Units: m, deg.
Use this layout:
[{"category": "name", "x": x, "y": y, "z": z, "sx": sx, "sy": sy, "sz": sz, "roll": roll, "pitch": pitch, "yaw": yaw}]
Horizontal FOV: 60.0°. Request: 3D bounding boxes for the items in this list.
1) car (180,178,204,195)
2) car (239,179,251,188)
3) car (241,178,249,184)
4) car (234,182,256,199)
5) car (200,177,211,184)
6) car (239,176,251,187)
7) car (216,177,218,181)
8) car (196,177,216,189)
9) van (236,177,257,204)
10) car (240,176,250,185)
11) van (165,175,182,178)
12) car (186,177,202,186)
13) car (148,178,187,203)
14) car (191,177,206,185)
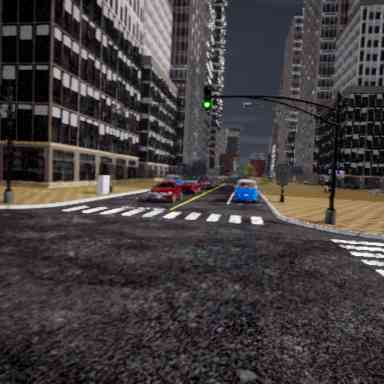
[{"category": "car", "x": -0.314, "y": -0.495, "z": 34.706, "sx": 1.895, "sy": 1.301, "sz": 4.718, "roll": 3, "pitch": 3, "yaw": 9}, {"category": "car", "x": 9.541, "y": -1.604, "z": 59.931, "sx": 1.887, "sy": 1.381, "sz": 4.507, "roll": 3, "pitch": 3, "yaw": 9}, {"category": "car", "x": 13.892, "y": -3.022, "z": 87.247, "sx": 2.008, "sy": 1.369, "sz": 4.403, "roll": 3, "pitch": 3, "yaw": 9}, {"category": "car", "x": 5.214, "y": -0.182, "z": 32.614, "sx": 1.887, "sy": 1.381, "sz": 4.507, "roll": 3, "pitch": 3, "yaw": 9}, {"category": "car", "x": 3.012, "y": -2.579, "z": 72.153, "sx": 1.802, "sy": 1.307, "sz": 4.206, "roll": 3, "pitch": 3, "yaw": 9}, {"category": "car", "x": 10.423, "y": -2.118, "z": 65.381, "sx": 2.192, "sy": 1.841, "sz": 5.009, "roll": 3, "pitch": 3, "yaw": 9}, {"category": "car", "x": 6.493, "y": -3.719, "z": 94.006, "sx": 1.802, "sy": 1.307, "sz": 4.206, "roll": 3, "pitch": 3, "yaw": 9}, {"category": "car", "x": 1.633, "y": -1.362, "z": 46.634, "sx": 2.097, "sy": 1.767, "sz": 4.553, "roll": 3, "pitch": 3, "yaw": 9}, {"category": "van", "x": 4.443, "y": -0.097, "z": 27.127, "sx": 1.690, "sy": 1.788, "sz": 3.998, "roll": 3, "pitch": 3, "yaw": 9}, {"category": "car", "x": 12.163, "y": -2.687, "z": 76.307, "sx": 2.192, "sy": 1.841, "sz": 5.009, "roll": 3, "pitch": 3, "yaw": 9}, {"category": "van", "x": -2.197, "y": -1.113, "z": 39.360, "sx": 1.690, "sy": 1.788, "sz": 3.998, "roll": 3, "pitch": 3, "yaw": 9}, {"category": "car", "x": 0.402, "y": -1.742, "z": 55.762, "sx": 1.947, "sy": 1.339, "sz": 4.313, "roll": 3, "pitch": 3, "yaw": 9}, {"category": "car", "x": -1.877, "y": -0.063, "z": 24.940, "sx": 1.812, "sy": 1.442, "sz": 4.674, "roll": 3, "pitch": 3, "yaw": 9}, {"category": "car", "x": 1.273, "y": -2.041, "z": 61.224, "sx": 2.008, "sy": 1.369, "sz": 4.403, "roll": 3, "pitch": 3, "yaw": 9}]
